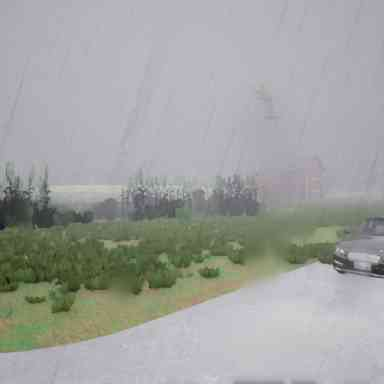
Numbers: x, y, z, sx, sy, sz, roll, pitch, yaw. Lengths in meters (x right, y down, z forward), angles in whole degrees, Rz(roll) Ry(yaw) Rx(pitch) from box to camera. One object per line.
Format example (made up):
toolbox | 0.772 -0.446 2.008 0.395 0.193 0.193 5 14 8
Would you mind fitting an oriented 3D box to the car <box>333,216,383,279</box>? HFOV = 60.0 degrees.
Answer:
car | 5.751 1.491 9.652 2.128 1.511 4.902 0 0 44
